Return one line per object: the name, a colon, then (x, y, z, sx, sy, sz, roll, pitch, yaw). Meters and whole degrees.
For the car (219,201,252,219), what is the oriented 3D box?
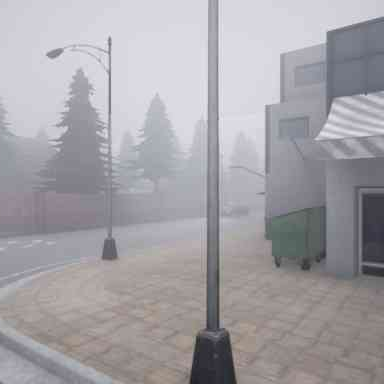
car: (3.988, 1.671, 31.740, 1.837, 1.490, 4.892, 0, 0, 37)
